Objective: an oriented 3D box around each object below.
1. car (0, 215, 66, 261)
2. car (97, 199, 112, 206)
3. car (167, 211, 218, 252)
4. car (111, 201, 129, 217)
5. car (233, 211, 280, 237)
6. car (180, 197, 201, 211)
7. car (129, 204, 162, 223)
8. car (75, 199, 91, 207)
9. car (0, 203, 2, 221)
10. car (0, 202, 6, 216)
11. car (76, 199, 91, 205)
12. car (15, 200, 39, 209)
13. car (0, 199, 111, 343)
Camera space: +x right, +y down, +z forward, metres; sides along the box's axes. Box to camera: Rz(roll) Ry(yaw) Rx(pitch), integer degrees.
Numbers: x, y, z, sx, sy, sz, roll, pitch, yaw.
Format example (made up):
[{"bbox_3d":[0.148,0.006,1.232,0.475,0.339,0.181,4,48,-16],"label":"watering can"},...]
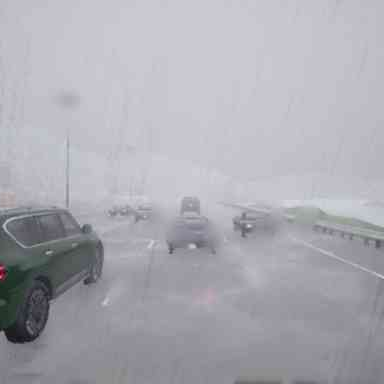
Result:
[{"bbox_3d":[-6.989,1.725,13.636,1.895,1.301,4.718,0,0,0],"label":"car"},{"bbox_3d":[-18.001,2.182,68.761,1.895,1.301,4.718,0,0,0],"label":"car"},{"bbox_3d":[-0.001,1.717,14.375,1.895,1.301,4.718,0,0,0],"label":"car"},{"bbox_3d":[-7.147,1.893,34.553,1.895,1.301,4.718,0,0,0],"label":"car"},{"bbox_3d":[3.468,1.748,18.979,1.895,1.301,4.718,0,0,0],"label":"car"},{"bbox_3d":[-0.170,1.525,37.599,2.150,2.045,5.566,0,0,0],"label":"car"},{"bbox_3d":[-3.598,1.724,27.894,2.128,1.511,4.902,0,0,0],"label":"car"},{"bbox_3d":[-21.478,2.095,65.673,1.812,1.442,4.674,0,0,0],"label":"car"},{"bbox_3d":[-17.788,1.730,27.059,1.882,1.535,5.008,0,-1,0],"label":"car"},{"bbox_3d":[-21.335,1.793,34.003,1.882,1.535,5.008,0,-1,0],"label":"car"},{"bbox_3d":[-25.062,2.252,76.896,1.895,1.301,4.718,0,0,0],"label":"car"},{"bbox_3d":[-28.443,2.080,57.456,1.994,1.385,4.181,0,0,0],"label":"car"},{"bbox_3d":[-3.458,1.283,6.688,2.150,2.045,5.566,0,0,0],"label":"car"}]
